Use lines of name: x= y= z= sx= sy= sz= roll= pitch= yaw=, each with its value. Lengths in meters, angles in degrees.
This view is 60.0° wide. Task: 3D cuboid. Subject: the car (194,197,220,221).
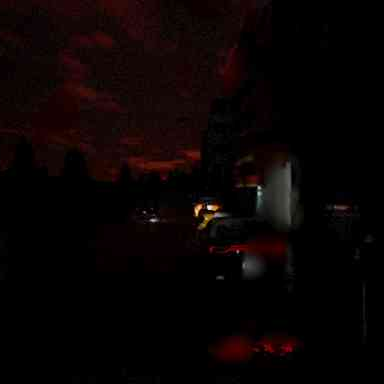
car: x=1.202 y=1.330 z=19.737 sx=1.801 sy=1.575 sz=5.366 roll=0 pitch=0 yaw=0

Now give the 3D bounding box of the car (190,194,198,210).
car: x=1.150 y=1.138 z=25.516 sx=2.097 sy=1.767 sz=4.553 roll=-3 pitch=0 yaw=0

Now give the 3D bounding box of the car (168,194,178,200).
car: x=-3.992 y=1.086 z=72.144 sx=1.994 sy=1.385 sz=4.181 roll=0 pitch=0 yaw=0

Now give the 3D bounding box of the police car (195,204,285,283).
police car: x=1.189 y=1.357 z=9.659 sx=1.930 sy=1.638 sz=5.238 roll=0 pitch=0 yaw=0

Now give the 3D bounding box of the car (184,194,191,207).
car: x=0.024 y=1.205 z=44.834 sx=2.128 sy=1.511 sz=4.902 roll=0 pitch=0 yaw=0

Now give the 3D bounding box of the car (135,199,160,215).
car: x=-4.096 y=1.347 z=31.430 sx=2.033 sy=1.411 sz=5.357 roll=0 pitch=0 yaw=0

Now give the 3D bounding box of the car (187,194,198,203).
car: x=0.007 y=1.138 z=57.671 sx=1.837 sy=1.490 sz=4.892 roll=0 pitch=0 yaw=0
